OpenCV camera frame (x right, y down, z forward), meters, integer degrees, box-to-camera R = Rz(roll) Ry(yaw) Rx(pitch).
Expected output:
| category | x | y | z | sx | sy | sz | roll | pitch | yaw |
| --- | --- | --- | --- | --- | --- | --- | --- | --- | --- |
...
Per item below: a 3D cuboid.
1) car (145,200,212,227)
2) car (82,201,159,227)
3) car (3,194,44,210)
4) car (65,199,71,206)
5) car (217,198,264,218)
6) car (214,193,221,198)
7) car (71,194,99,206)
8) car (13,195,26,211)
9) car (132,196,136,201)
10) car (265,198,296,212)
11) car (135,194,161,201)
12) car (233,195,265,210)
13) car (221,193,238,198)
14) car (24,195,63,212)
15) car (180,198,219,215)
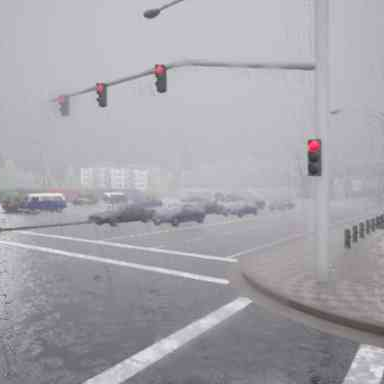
| category | x | y | z | sx | sy | sz | roll | pitch | yaw |
| --- | --- | --- | --- | --- | --- | --- | --- | --- | --- |
| car | -0.838 | 1.570 | 23.616 | 1.812 | 1.442 | 4.674 | 0 | 0 | 37 |
| car | -4.894 | 1.612 | 24.064 | 2.033 | 1.411 | 5.357 | 0 | 0 | 37 |
| car | -24.924 | 1.303 | 49.087 | 1.932 | 1.855 | 4.605 | 0 | 0 | 37 |
| car | -22.602 | 1.494 | 66.255 | 1.784 | 1.438 | 3.905 | 0 | 0 | 37 |
| car | 4.567 | 1.540 | 30.891 | 1.812 | 1.442 | 4.674 | 0 | 0 | 37 |
| car | 5.892 | 1.146 | 66.744 | 1.905 | 1.878 | 3.866 | 0 | 0 | 37 |
| car | -20.325 | 1.273 | 64.465 | 1.932 | 1.855 | 4.605 | 0 | 0 | 37 |
| car | -22.746 | 1.504 | 47.517 | 1.784 | 1.438 | 3.905 | 0 | 0 | 37 |
| car | -12.135 | 1.467 | 80.238 | 1.970 | 1.475 | 3.806 | 0 | 0 | 37 |
| car | 10.781 | 1.484 | 39.227 | 1.837 | 1.490 | 4.892 | 0 | 0 | 37 |
| car | -6.754 | 1.453 | 54.396 | 1.970 | 1.475 | 3.806 | 0 | 0 | 37 |
| car | 7.249 | 1.474 | 40.352 | 1.882 | 1.535 | 5.008 | 0 | 0 | 37 |
| car | 8.174 | 1.133 | 64.964 | 1.932 | 1.855 | 4.605 | 0 | 0 | 37 |
| car | -20.431 | 1.525 | 45.779 | 1.970 | 1.475 | 3.806 | 0 | 0 | 37 |
| car | 1.122 | 1.578 | 32.142 | 2.033 | 1.411 | 5.357 | 0 | 0 | 36 |
